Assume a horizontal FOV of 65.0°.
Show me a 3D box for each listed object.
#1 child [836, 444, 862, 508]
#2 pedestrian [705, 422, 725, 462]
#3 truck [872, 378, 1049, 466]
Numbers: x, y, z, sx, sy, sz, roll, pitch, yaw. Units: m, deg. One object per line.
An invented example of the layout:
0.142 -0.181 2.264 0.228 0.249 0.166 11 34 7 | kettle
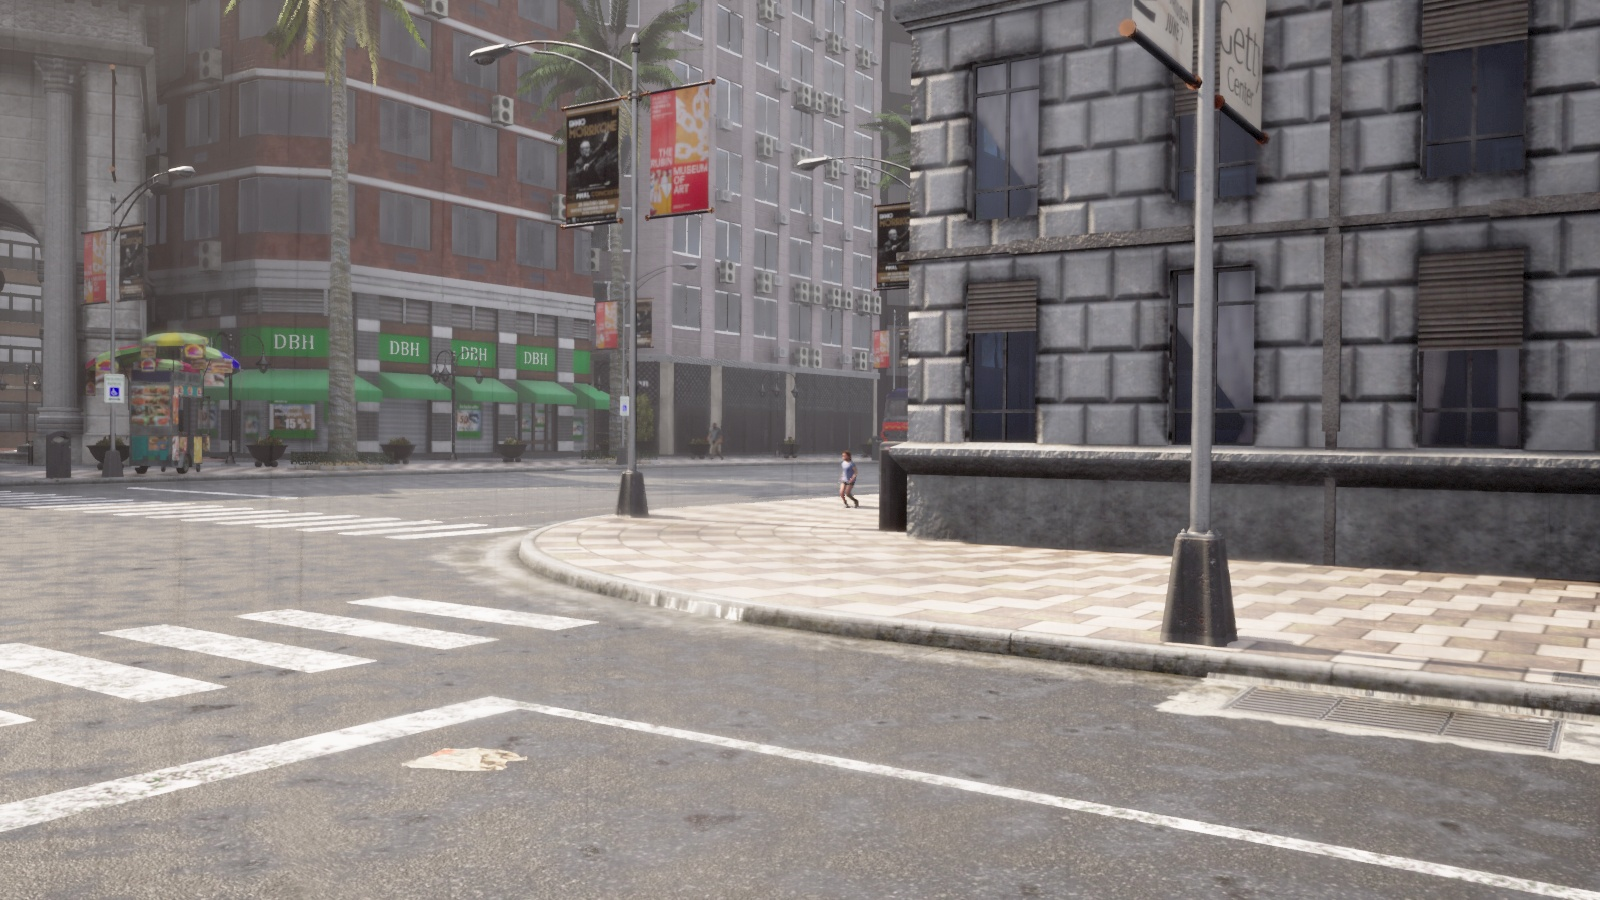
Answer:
0.862 0.458 22.146 0.255 1.110 0.394 0 1 40 | child
-3.946 -0.371 58.238 0.540 1.848 0.694 0 1 44 | pedestrian
7.559 -1.300 58.456 8.468 3.827 2.891 -1 1 -36 | truck
